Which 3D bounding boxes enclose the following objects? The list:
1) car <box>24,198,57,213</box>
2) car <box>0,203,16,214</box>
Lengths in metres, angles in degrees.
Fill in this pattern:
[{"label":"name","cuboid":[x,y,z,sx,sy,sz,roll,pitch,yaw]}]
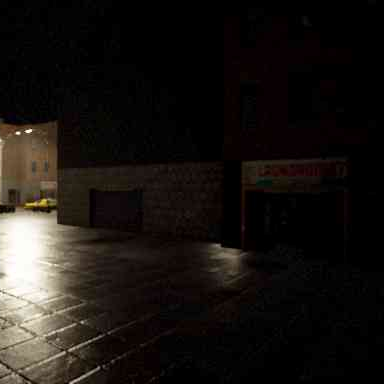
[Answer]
[{"label":"car","cuboid":[-13.921,1.291,32.843,1.752,1.417,4.829,0,0,35]},{"label":"car","cuboid":[-17.272,1.286,28.118,1.947,1.339,4.313,0,0,35]}]
